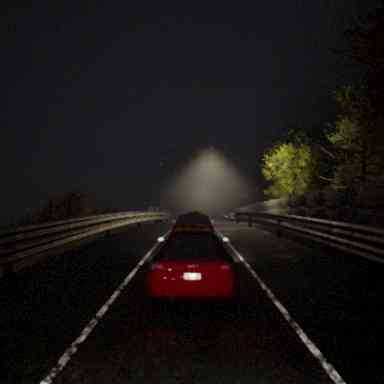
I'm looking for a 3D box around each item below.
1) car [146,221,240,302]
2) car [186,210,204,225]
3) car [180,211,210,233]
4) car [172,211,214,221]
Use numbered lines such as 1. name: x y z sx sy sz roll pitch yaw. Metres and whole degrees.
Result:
1. car: 0.034 1.652 8.498 1.994 1.385 4.181 0 -1 1
2. car: 0.438 2.828 36.927 1.882 1.535 5.008 0 -4 2
3. car: 0.240 2.203 25.241 2.033 1.411 5.357 0 -3 1
4. car: 0.059 1.749 15.767 1.882 1.535 5.008 0 -2 0
